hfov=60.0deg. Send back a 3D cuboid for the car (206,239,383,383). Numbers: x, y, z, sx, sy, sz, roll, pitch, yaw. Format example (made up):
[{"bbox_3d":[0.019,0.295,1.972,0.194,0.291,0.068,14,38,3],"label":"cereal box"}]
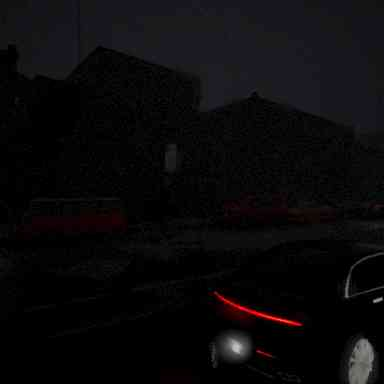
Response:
[{"bbox_3d":[2.471,1.511,5.202,4.892,1.490,1.837,0,0,-35],"label":"car"}]

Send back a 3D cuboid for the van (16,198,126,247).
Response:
[{"bbox_3d":[-5.278,1.229,14.758,4.442,1.987,1.878,0,0,-36],"label":"van"}]

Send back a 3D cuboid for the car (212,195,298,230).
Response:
[{"bbox_3d":[3.877,1.220,21.320,5.566,2.045,2.435,0,0,-36],"label":"car"}]

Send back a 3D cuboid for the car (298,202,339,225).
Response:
[{"bbox_3d":[8.292,1.479,24.486,5.008,1.535,2.097,0,0,-36],"label":"car"}]

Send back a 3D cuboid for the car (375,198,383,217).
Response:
[{"bbox_3d":[17.294,1.370,30.939,4.553,1.767,2.185,0,0,-36],"label":"car"}]

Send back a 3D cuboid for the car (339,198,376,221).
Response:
[{"bbox_3d":[12.783,1.488,27.706,4.892,1.521,2.231,0,0,-36],"label":"car"}]
